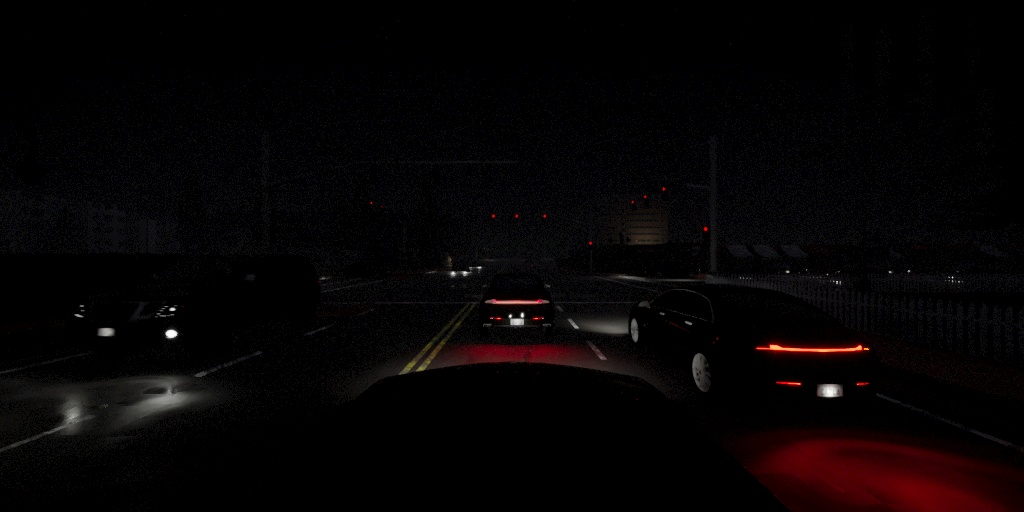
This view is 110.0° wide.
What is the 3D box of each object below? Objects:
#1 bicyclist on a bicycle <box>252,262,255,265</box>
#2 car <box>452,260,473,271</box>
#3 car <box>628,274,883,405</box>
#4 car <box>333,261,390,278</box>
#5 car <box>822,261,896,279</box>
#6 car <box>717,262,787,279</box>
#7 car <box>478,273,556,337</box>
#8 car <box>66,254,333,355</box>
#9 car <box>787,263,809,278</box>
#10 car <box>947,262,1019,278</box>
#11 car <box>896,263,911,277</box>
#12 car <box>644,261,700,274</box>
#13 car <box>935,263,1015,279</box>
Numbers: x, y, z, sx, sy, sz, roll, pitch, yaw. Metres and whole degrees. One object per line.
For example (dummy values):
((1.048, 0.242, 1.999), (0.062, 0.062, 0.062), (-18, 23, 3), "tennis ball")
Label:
((-26.175, 1.050, 36.843), (0.582, 1.620, 1.656), (0, 0, -3), "bicyclist on a bicycle")
((-6.823, 1.254, 47.861), (1.837, 1.490, 4.892), (0, 0, 0), "car")
((3.587, 1.255, 6.429), (1.837, 1.490, 4.892), (0, 0, 1), "car")
((-13.824, 1.255, 32.997), (4.892, 1.490, 1.837), (0, 3, -10), "car")
((28.875, 1.275, 30.203), (4.674, 1.442, 1.812), (0, 0, -1), "car")
((19.615, 1.241, 30.036), (4.902, 1.511, 2.128), (0, 0, -1), "car")
((0.130, 1.241, 10.333), (2.128, 1.511, 4.902), (0, 0, 0), "car")
((-7.060, 0.971, 9.016), (2.150, 2.045, 5.566), (0, 0, 0), "car")
((24.659, 1.297, 33.634), (5.357, 1.411, 2.033), (0, 0, -1), "car")
((44.526, 1.314, 33.974), (4.181, 1.385, 1.994), (0, 0, -1), "car")
((34.483, 1.241, 33.813), (4.902, 1.511, 2.128), (0, 0, -1), "car")
((14.920, 1.254, 33.512), (4.892, 1.490, 1.837), (0, 0, 1), "car")
((38.875, 1.275, 30.387), (4.674, 1.442, 1.812), (0, 0, -1), "car")
